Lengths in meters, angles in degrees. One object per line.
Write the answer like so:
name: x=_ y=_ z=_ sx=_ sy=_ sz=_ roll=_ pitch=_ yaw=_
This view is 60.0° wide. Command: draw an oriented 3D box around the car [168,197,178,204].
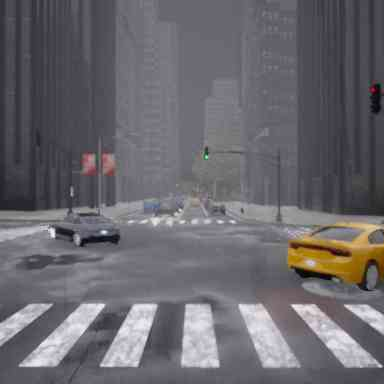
car: x=-5.043 y=2.166 z=88.352 sx=2.192 sy=1.841 sz=5.009 roll=0 pitch=-1 yaw=1

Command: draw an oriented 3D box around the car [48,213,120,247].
car: x=-5.189 y=1.678 z=15.820 sx=1.994 sy=1.385 sz=4.181 roll=2 pitch=0 yaw=-44

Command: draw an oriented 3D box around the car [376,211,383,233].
car: x=14.927 y=2.041 z=21.841 sx=4.674 sy=1.442 sz=1.812 roll=1 pitch=-1 yaw=2

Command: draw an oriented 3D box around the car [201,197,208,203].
car: x=3.536 y=2.345 z=93.784 sx=1.967 sy=1.590 sz=4.097 roll=0 pitch=-1 yaw=1

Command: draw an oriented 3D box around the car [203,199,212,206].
car: x=3.318 y=2.216 z=71.903 sx=1.752 sy=1.417 sz=4.829 roll=0 pitch=-1 yaw=1

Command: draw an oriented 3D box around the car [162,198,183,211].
car: x=-2.747 y=1.930 z=45.900 sx=2.128 sy=1.511 sz=4.902 roll=0 pitch=-1 yaw=1

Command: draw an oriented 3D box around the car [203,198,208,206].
car: x=3.097 y=2.026 z=49.683 sx=2.008 sy=1.369 sz=4.403 roll=0 pitch=-1 yaw=1

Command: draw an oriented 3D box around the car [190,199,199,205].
car: x=0.601 y=2.277 z=76.600 sx=2.033 sy=1.411 sz=5.357 roll=0 pitch=-1 yaw=1

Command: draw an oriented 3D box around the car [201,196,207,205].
car: x=3.152 y=1.843 z=55.197 sx=2.192 sy=1.841 sz=5.009 roll=0 pitch=-1 yaw=1

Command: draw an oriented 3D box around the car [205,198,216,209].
car: x=3.044 y=1.949 z=44.340 sx=1.752 sy=1.417 sz=4.829 roll=0 pitch=-1 yaw=1

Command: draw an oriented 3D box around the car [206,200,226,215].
car: x=2.987 y=1.919 z=38.658 sx=2.008 sy=1.369 sz=4.403 roll=0 pitch=-1 yaw=1

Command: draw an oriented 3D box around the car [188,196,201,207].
car: x=0.498 y=2.114 z=66.260 sx=1.882 sy=1.535 sz=5.008 roll=0 pitch=-1 yaw=1

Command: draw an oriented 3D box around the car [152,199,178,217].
car: x=-2.868 y=1.824 z=36.326 sx=1.882 sy=1.535 sz=5.008 roll=0 pitch=-1 yaw=1

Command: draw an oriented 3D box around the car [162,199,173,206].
car: x=-5.208 y=2.235 z=71.813 sx=1.887 sy=1.381 sz=4.507 roll=0 pitch=-1 yaw=1

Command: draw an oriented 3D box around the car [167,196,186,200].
car: x=-2.599 y=1.762 z=56.499 sx=2.150 sy=2.045 sz=5.566 roll=0 pitch=-1 yaw=1

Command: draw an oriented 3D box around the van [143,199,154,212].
van: x=-5.482 y=1.764 z=44.255 sx=1.690 sy=1.788 sz=3.998 roll=0 pitch=-1 yaw=1

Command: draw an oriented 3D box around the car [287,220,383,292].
car: x=4.766 y=1.610 z=9.360 sx=5.008 sy=1.535 sz=1.882 roll=2 pitch=-1 yaw=-37

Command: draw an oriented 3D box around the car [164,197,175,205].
car: x=-5.153 y=2.059 z=77.328 sx=2.192 sy=1.841 sz=5.009 roll=0 pitch=-1 yaw=1

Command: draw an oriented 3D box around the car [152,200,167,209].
car: x=-5.373 y=2.095 z=55.276 sx=1.947 sy=1.339 sz=4.313 roll=0 pitch=-1 yaw=1
